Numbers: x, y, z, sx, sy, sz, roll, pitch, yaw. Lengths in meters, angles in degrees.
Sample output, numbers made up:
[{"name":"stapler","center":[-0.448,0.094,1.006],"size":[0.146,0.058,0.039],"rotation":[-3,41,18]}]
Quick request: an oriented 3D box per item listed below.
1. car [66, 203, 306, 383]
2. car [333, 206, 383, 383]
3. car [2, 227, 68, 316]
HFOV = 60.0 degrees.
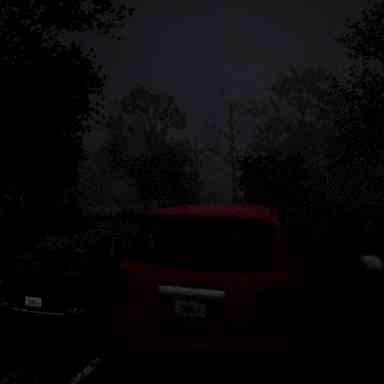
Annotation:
[{"name":"car","center":[0.677,1.201,5.671],"size":[2.435,2.045,5.566],"rotation":[1,0,15]},{"name":"car","center":[3.095,1.247,3.891],"size":[2.435,2.045,5.566],"rotation":[1,0,15]},{"name":"car","center":[-1.765,1.407,7.350],"size":[2.231,1.521,4.892],"rotation":[1,0,15]}]
